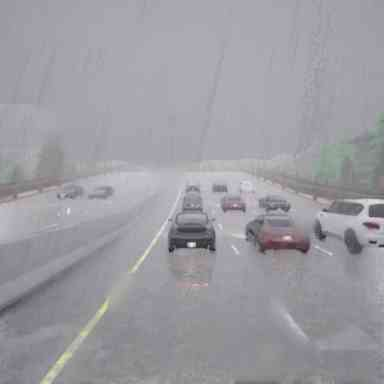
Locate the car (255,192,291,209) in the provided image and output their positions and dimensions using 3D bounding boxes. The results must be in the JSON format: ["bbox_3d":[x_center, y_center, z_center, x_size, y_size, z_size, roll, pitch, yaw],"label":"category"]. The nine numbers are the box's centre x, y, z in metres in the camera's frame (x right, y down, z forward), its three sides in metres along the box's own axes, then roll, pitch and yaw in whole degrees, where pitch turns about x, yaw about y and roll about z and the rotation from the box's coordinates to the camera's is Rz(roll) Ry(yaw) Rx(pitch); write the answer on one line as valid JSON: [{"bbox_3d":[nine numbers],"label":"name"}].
[{"bbox_3d":[7.055,0.951,29.005,1.895,1.301,4.718,0,5,0],"label":"car"}]

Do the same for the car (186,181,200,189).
[{"bbox_3d":[0.135,-0.691,44.004,1.812,1.442,4.674,0,7,0],"label":"car"}]

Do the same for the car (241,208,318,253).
[{"bbox_3d":[3.504,1.625,14.238,1.994,1.385,4.181,0,1,0],"label":"car"}]

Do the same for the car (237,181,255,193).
[{"bbox_3d":[7.134,-0.692,43.966,1.812,1.442,4.674,0,7,0],"label":"car"}]

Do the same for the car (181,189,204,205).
[{"bbox_3d":[0.054,0.907,28.921,2.033,1.411,5.357,0,5,0],"label":"car"}]

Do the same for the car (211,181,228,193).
[{"bbox_3d":[3.634,-0.739,43.979,1.882,1.535,5.008,0,7,0],"label":"car"}]

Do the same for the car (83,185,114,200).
[{"bbox_3d":[-10.401,-0.016,38.417,2.033,1.411,5.357,0,7,1],"label":"car"}]

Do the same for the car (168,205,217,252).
[{"bbox_3d":[0.003,1.567,14.280,1.837,1.490,4.892,0,1,0],"label":"car"}]

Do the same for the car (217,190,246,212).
[{"bbox_3d":[3.559,0.898,29.238,1.994,1.385,4.181,0,5,0],"label":"car"}]

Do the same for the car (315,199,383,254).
[{"bbox_3d":[7.001,1.280,13.984,2.150,2.045,5.566,0,1,0],"label":"car"}]

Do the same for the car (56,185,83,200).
[{"bbox_3d":[-13.906,-0.042,38.191,2.128,1.511,4.902,0,6,1],"label":"car"}]
